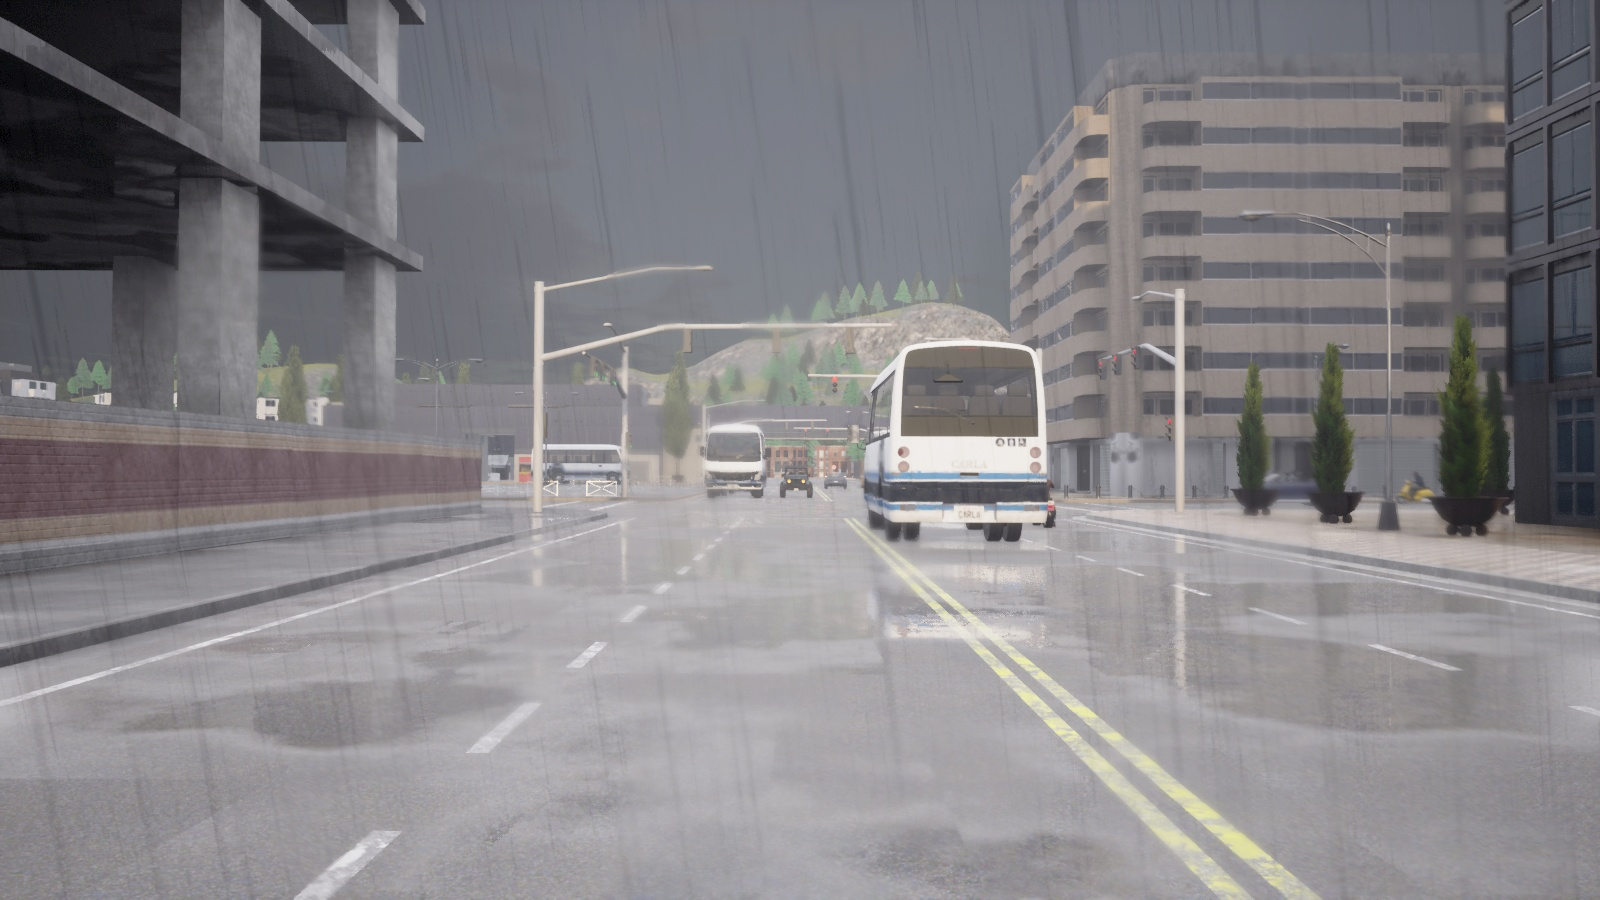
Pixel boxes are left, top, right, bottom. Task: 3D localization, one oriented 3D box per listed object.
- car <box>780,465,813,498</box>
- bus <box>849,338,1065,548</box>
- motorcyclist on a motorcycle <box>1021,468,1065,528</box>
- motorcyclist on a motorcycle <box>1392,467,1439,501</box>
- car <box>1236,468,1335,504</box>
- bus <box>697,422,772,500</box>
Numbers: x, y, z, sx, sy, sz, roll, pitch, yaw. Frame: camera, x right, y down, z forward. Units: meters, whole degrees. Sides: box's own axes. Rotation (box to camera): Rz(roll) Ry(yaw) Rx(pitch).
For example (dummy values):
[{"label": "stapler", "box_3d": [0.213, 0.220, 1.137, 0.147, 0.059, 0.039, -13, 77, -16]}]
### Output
[{"label": "car", "box_3d": [-0.204, 1.853, 74.108, 1.905, 1.878, 3.866, 0, -1, 0]}, {"label": "bus", "box_3d": [3.410, -0.060, 30.769, 3.944, 4.253, 10.273, 0, -1, 0]}, {"label": "motorcyclist on a motorcycle", "box_3d": [6.902, 1.336, 35.735, 0.766, 1.649, 2.350, 0, -1, 0]}, {"label": "motorcyclist on a motorcycle", "box_3d": [29.137, 1.592, 59.475, 1.817, 1.590, 0.866, 0, -1, 0]}, {"label": "car", "box_3d": [21.613, 1.589, 55.979, 3.705, 1.549, 1.789, 0, -1, 0]}, {"label": "bus", "box_3d": [-3.709, 0.698, 74.342, 3.944, 4.253, 10.273, 0, -1, 0]}]
